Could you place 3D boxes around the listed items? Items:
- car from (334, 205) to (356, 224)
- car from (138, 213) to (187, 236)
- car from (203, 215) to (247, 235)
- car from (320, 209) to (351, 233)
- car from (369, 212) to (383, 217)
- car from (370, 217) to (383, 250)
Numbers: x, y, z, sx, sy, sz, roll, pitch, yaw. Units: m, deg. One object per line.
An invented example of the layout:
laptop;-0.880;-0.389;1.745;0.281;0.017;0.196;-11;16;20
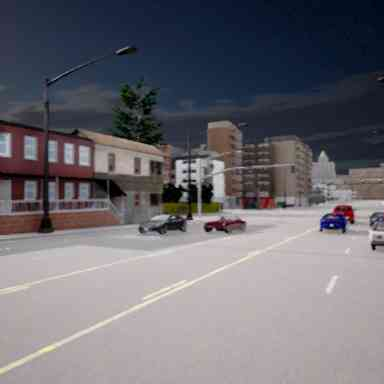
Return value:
car;17.498;2.488;38.198;2.150;2.045;5.566;-1;-1;28
car;-1.982;2.313;24.377;1.812;1.442;4.674;-1;-3;28
car;2.621;2.466;25.551;1.895;1.301;4.718;-1;-3;28
car;11.795;2.453;27.495;1.882;1.535;5.008;-1;-2;28
car;18.622;2.697;32.849;2.033;1.411;5.357;-1;-2;28
car;10.021;2.157;16.736;1.895;1.301;4.718;-1;-3;28
